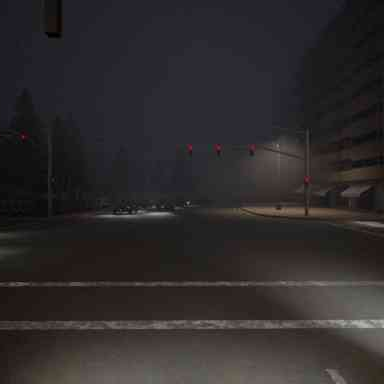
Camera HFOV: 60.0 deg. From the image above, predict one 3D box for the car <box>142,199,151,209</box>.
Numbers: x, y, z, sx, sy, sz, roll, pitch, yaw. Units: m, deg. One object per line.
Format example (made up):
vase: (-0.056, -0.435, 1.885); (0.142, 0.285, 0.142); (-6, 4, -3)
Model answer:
car: (-6.398, 1.601, 44.125); (1.895, 1.301, 4.718); (0, 0, 6)

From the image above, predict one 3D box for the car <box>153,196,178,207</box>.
car: (-4.269, 1.491, 53.968); (2.128, 1.511, 4.902); (0, 0, 20)

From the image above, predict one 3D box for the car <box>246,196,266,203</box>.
car: (13.156, 1.477, 68.031); (5.008, 1.535, 1.882); (0, 0, -41)

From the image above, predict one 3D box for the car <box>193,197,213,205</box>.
car: (2.003, 1.601, 59.585); (1.895, 1.301, 4.718); (0, 0, 31)

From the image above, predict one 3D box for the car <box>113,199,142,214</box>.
car: (-6.945, 1.526, 35.047); (1.812, 1.442, 4.674); (0, 0, 2)

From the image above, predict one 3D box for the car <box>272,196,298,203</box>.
car: (18.520, 1.478, 67.542); (5.008, 1.535, 1.882); (0, 0, -33)

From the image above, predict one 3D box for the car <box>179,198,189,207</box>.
car: (-1.891, 1.547, 50.358); (2.033, 1.411, 5.357); (0, 0, 15)

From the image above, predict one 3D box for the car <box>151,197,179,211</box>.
car: (-3.208, 1.491, 40.629); (2.128, 1.511, 4.902); (0, 0, 4)
